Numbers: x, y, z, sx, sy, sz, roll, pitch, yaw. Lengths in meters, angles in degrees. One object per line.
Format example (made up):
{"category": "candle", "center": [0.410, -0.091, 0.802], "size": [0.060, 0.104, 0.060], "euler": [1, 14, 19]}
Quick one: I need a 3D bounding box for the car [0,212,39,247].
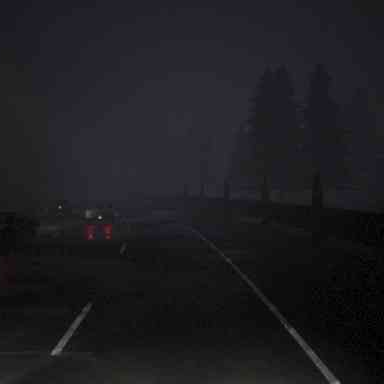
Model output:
{"category": "car", "center": [-8.206, 1.511, 14.411], "size": [1.895, 1.301, 4.718], "euler": [0, 0, -9]}

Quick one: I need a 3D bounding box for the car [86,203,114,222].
{"category": "car", "center": [-6.744, 1.431, 24.682], "size": [1.895, 1.301, 4.718], "euler": [0, 0, -14]}

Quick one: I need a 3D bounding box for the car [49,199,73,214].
{"category": "car", "center": [-12.646, 1.352, 32.177], "size": [1.994, 1.385, 4.181], "euler": [0, 0, -18]}
